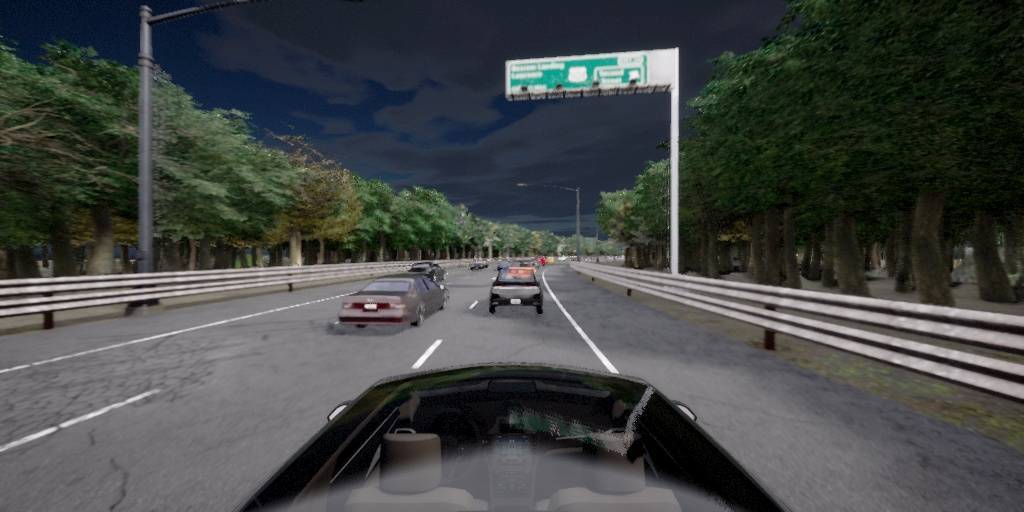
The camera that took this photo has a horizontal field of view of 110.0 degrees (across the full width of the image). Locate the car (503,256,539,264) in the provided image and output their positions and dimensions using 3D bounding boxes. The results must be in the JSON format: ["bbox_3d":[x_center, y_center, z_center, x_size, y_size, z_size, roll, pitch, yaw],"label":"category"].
[{"bbox_3d":[0.760,1.099,27.016,2.097,1.767,4.553,0,0,3],"label":"car"}]

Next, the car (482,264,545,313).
[{"bbox_3d":[0.189,1.242,13.913,2.128,1.511,4.902,0,0,2],"label":"car"}]

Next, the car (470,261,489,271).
[{"bbox_3d":[-4.390,1.330,49.857,1.895,1.301,4.718,0,0,7],"label":"car"}]

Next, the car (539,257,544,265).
[{"bbox_3d":[3.425,1.289,56.225,2.033,1.411,5.357,0,0,7],"label":"car"}]

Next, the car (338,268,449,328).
[{"bbox_3d":[-3.393,1.290,11.358,2.033,1.411,5.357,0,0,2],"label":"car"}]

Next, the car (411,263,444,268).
[{"bbox_3d":[-6.210,1.233,26.481,1.837,1.490,4.892,0,0,3],"label":"car"}]

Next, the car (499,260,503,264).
[{"bbox_3d":[-0.798,1.300,49.601,1.994,1.385,4.181,0,0,7],"label":"car"}]
